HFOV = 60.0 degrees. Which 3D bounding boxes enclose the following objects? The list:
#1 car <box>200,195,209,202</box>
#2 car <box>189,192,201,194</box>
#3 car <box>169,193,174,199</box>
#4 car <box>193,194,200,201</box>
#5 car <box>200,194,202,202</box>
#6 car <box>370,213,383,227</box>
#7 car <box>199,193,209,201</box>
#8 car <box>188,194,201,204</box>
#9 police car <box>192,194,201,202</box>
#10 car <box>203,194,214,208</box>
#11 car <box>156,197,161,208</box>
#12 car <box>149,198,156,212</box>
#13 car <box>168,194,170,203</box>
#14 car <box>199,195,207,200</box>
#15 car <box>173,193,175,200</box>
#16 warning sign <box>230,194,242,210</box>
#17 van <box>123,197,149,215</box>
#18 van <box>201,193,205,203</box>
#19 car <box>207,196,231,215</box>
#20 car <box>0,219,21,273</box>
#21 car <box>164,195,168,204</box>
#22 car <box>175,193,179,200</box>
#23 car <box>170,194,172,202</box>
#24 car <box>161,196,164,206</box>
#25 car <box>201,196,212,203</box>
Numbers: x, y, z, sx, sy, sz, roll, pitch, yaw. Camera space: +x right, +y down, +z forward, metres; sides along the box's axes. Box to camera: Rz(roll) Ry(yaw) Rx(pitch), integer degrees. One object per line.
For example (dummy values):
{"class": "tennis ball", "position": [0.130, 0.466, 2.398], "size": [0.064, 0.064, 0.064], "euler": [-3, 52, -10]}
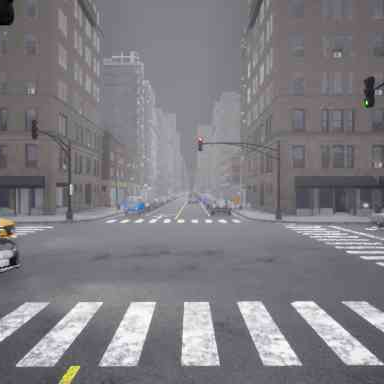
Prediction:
{"class": "car", "position": [2.987, 1.437, 78.673], "size": [1.967, 1.590, 4.097], "euler": [0, 0, 0]}
{"class": "car", "position": [0.296, 1.039, 72.923], "size": [2.150, 2.045, 5.566], "euler": [0, 0, 0]}
{"class": "car", "position": [-5.562, 1.544, 73.029], "size": [1.887, 1.381, 4.507], "euler": [0, 0, 0]}
{"class": "car", "position": [1.151, 1.449, 89.512], "size": [1.801, 1.575, 5.366], "euler": [0, 0, 0]}
{"class": "car", "position": [2.918, 1.528, 61.835], "size": [1.752, 1.417, 4.829], "euler": [0, 0, 0]}
{"class": "car", "position": [13.747, 1.615, 20.656], "size": [4.718, 1.301, 1.895], "euler": [0, 0, 0]}
{"class": "car", "position": [3.010, 1.310, 84.342], "size": [2.192, 1.841, 5.009], "euler": [0, 0, 0]}
{"class": "car", "position": [0.255, 1.566, 62.890], "size": [1.994, 1.385, 4.181], "euler": [0, 0, 0]}
{"class": "police car", "position": [1.119, 1.422, 79.417], "size": [1.930, 1.638, 5.238], "euler": [0, 0, -1]}
{"class": "car", "position": [2.847, 1.443, 44.657], "size": [1.967, 1.590, 4.097], "euler": [0, 0, 0]}
{"class": "car", "position": [-5.678, 1.569, 44.689], "size": [1.947, 1.339, 4.313], "euler": [0, 0, 0]}
{"class": "car", "position": [-5.702, 1.443, 39.020], "size": [1.967, 1.590, 4.097], "euler": [0, 0, 0]}
{"class": "car", "position": [-5.609, 1.528, 61.523], "size": [1.752, 1.417, 4.829], "euler": [0, 0, 0]}
{"class": "car", "position": [3.033, 1.558, 90.012], "size": [1.947, 1.339, 4.313], "euler": [0, 0, 0]}
{"class": "car", "position": [-5.539, 1.523, 78.528], "size": [1.752, 1.417, 4.829], "euler": [0, 0, 0]}
{"class": "warning sign", "position": [5.226, 1.118, 39.304], "size": [1.300, 1.860, 1.060], "euler": [0, 0, 0]}
{"class": "van", "position": [-5.725, 1.343, 33.352], "size": [1.690, 1.788, 3.998], "euler": [0, 0, 0]}
{"class": "van", "position": [2.893, 1.344, 55.996], "size": [1.690, 1.788, 3.998], "euler": [0, 0, 0]}
{"class": "car", "position": [2.801, 1.442, 33.319], "size": [1.967, 1.590, 4.097], "euler": [0, 0, 0]}
{"class": "car", "position": [-6.945, 1.490, 9.043], "size": [4.902, 1.511, 2.128], "euler": [0, 0, 20]}
{"class": "car", "position": [-5.632, 1.569, 56.025], "size": [1.947, 1.339, 4.313], "euler": [0, 0, 0]}
{"class": "car", "position": [-5.492, 1.308, 90.035], "size": [2.192, 1.841, 5.009], "euler": [0, 0, 0]}
{"class": "car", "position": [-5.585, 1.567, 67.362], "size": [1.947, 1.339, 4.313], "euler": [0, 0, 0]}
{"class": "car", "position": [-5.655, 1.586, 50.357], "size": [1.802, 1.307, 4.206], "euler": [0, 0, 0]}
{"class": "car", "position": [2.940, 1.552, 67.335], "size": [2.008, 1.369, 4.403], "euler": [0, 0, 0]}
